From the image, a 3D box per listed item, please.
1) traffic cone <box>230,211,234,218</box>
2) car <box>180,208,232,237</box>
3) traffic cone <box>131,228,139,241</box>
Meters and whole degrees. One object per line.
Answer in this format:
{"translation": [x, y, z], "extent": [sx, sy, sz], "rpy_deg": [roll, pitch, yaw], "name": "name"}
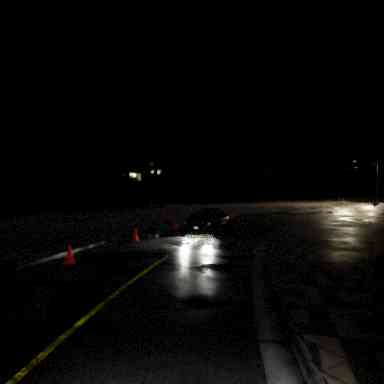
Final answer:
{"translation": [3.579, 2.014, 30.029], "extent": [0.340, 0.580, 0.340], "rpy_deg": [0, 0, 31], "name": "traffic cone"}
{"translation": [0.878, 1.623, 18.672], "extent": [1.994, 1.385, 4.181], "rpy_deg": [0, 0, 21], "name": "car"}
{"translation": [-2.664, 1.991, 15.675], "extent": [0.340, 0.580, 0.340], "rpy_deg": [0, 0, 16], "name": "traffic cone"}
